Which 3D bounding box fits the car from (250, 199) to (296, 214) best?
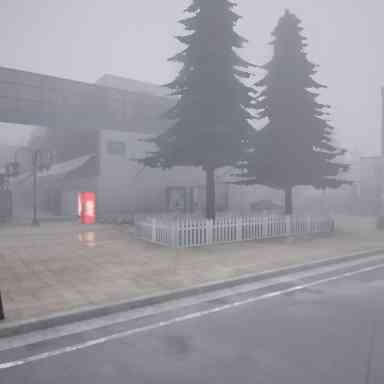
[{"bbox_3d":[8.009,1.463,33.075,1.882,1.535,5.008,0,0,-34],"label":"car"}]
